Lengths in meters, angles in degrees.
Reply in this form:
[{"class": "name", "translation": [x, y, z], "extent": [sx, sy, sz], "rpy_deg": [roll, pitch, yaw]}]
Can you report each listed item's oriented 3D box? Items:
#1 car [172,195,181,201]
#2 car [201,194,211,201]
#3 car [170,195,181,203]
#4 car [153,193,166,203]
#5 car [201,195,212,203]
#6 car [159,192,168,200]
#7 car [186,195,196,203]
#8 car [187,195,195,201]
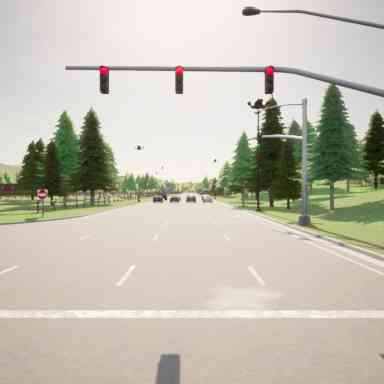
[{"class": "car", "translation": [-3.687, 1.427, 80.808], "extent": [1.895, 1.301, 4.718], "rpy_deg": [0, 0, 0]}, {"class": "car", "translation": [3.313, 1.357, 80.794], "extent": [2.128, 1.511, 4.902], "rpy_deg": [0, 0, 0]}, {"class": "car", "translation": [-3.663, 1.492, 70.358], "extent": [1.837, 1.490, 4.892], "rpy_deg": [0, 0, 0]}, {"class": "car", "translation": [-7.163, 1.469, 70.350], "extent": [1.882, 1.535, 5.008], "rpy_deg": [0, 0, 0]}, {"class": "car", "translation": [3.336, 1.516, 70.791], "extent": [1.812, 1.442, 4.674], "rpy_deg": [0, 0, 0]}, {"class": "car", "translation": [-7.187, 1.057, 80.800], "extent": [2.150, 2.045, 5.566], "rpy_deg": [0, 0, 0]}, {"class": "car", "translation": [-0.164, 1.346, 70.720], "extent": [2.097, 1.767, 4.553], "rpy_deg": [0, 0, 0]}, {"class": "car", "translation": [-0.187, 1.385, 80.786], "extent": [1.994, 1.385, 4.181], "rpy_deg": [0, 0, 0]}]
